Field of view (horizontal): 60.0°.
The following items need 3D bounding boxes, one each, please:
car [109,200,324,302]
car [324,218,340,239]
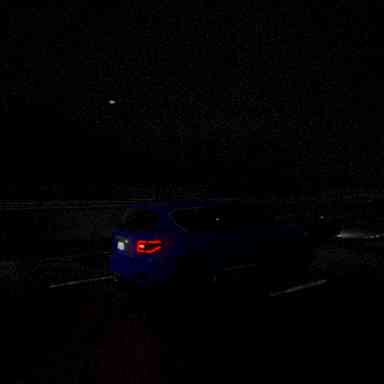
[{"bbox_3d":[0.704,1.227,8.535,5.566,2.045,2.150,0,0,-35],"label":"car"},{"bbox_3d":[5.282,1.578,16.116,4.181,1.385,1.994,0,0,-36],"label":"car"}]
